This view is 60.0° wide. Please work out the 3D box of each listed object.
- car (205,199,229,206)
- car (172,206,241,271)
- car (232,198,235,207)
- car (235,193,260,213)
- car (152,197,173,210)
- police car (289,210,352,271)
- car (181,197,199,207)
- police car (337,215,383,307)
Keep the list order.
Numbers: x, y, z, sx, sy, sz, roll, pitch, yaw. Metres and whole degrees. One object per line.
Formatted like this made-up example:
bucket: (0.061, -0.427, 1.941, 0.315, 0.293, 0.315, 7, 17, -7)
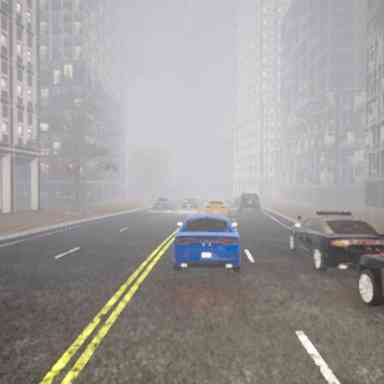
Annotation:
car: (2.173, 1.397, 29.205, 1.882, 1.535, 5.008, 0, 0, 7)
car: (0.493, 1.447, 10.929, 1.882, 1.535, 5.008, 0, 0, 3)
car: (6.917, 1.398, 48.886, 1.812, 1.442, 4.674, 0, 0, 3)
car: (6.032, 1.135, 35.454, 2.150, 2.045, 5.566, 0, -1, 7)
car: (-3.486, 1.376, 39.880, 1.812, 1.442, 4.674, 0, 0, 5)
police car: (4.557, 1.415, 10.899, 1.930, 1.638, 5.238, 0, 0, 3)
car: (-0.209, 1.359, 40.074, 2.128, 1.511, 4.902, 0, 0, 5)
police car: (4.304, 1.429, 5.052, 1.930, 1.638, 5.238, 0, 0, 2)
